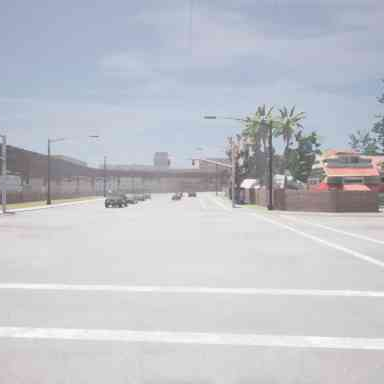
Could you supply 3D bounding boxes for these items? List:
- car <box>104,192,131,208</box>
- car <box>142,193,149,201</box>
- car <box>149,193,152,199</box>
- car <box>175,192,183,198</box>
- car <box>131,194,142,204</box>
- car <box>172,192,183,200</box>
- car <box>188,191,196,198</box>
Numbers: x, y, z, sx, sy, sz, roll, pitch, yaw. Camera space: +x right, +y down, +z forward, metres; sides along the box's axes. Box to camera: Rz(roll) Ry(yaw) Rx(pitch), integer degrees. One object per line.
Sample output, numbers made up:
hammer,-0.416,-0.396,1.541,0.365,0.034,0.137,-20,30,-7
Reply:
car,-10.510,1.082,46.417,2.150,2.045,5.566,0,1,1
car,-10.436,1.142,66.257,1.994,1.385,4.181,0,1,0
car,-10.426,0.897,76.589,1.812,1.442,4.674,0,1,0
car,-3.416,0.709,87.213,1.994,1.385,4.181,0,1,0
car,-10.446,1.286,56.539,2.033,1.411,5.357,0,1,0
car,-3.427,1.014,74.395,1.895,1.301,4.718,0,1,0
car,0.083,0.519,86.851,2.097,1.767,4.553,0,1,0
